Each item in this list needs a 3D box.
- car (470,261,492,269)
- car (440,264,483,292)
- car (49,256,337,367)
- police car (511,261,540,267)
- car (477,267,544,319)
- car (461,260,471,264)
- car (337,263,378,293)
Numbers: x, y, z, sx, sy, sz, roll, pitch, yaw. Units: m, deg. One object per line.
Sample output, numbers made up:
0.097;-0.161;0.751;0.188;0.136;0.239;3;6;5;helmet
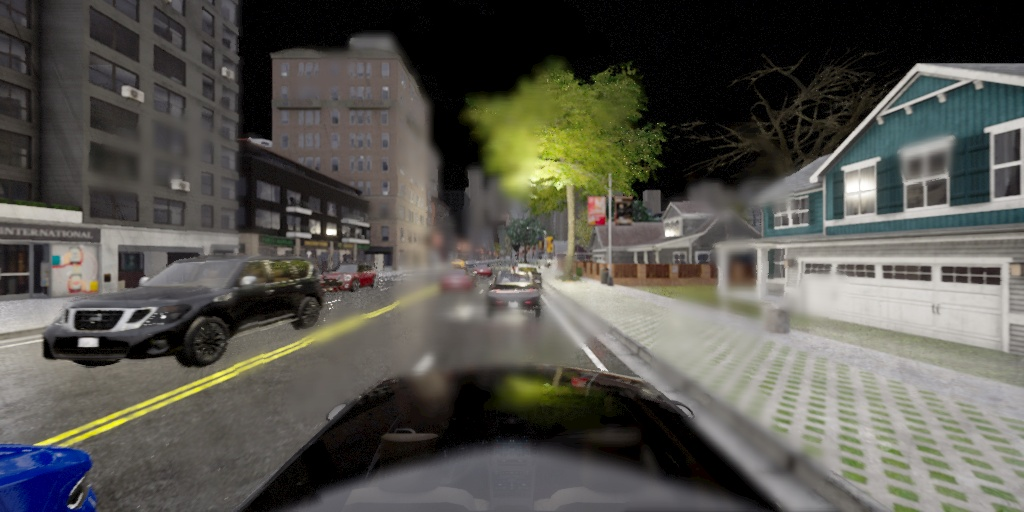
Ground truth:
-3.177;1.507;39.633;1.994;1.385;4.181;0;0;0;car
-3.164;1.424;22.228;1.994;1.385;4.181;0;0;0;car
-6.604;1.009;8.351;2.150;2.045;5.566;0;0;0;car
0.959;1.291;23.448;1.930;1.638;5.238;0;0;0;police car
0.091;1.304;13.195;2.128;1.511;4.902;0;0;0;car
-6.616;1.585;58.901;2.033;1.411;5.357;0;0;0;car
-9.865;1.209;21.700;2.097;1.767;4.553;0;0;0;car
